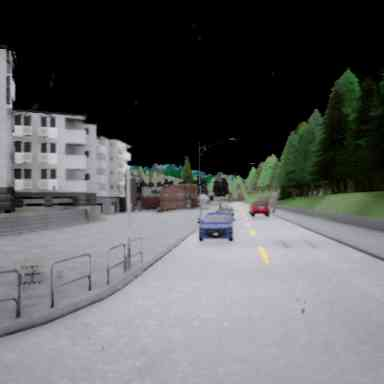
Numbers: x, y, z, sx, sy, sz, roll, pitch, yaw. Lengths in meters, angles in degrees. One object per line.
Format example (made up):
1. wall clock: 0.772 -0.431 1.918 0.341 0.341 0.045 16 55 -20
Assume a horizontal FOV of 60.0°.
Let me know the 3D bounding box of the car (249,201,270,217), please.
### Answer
1. car: 8.905 2.202 43.514 2.150 2.045 5.566 -1 -1 8

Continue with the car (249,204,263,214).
1. car: 10.230 2.698 53.693 1.882 1.535 5.008 -1 -1 8

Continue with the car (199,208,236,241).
1. car: 1.557 1.974 19.843 1.882 1.535 5.008 -1 -1 8
